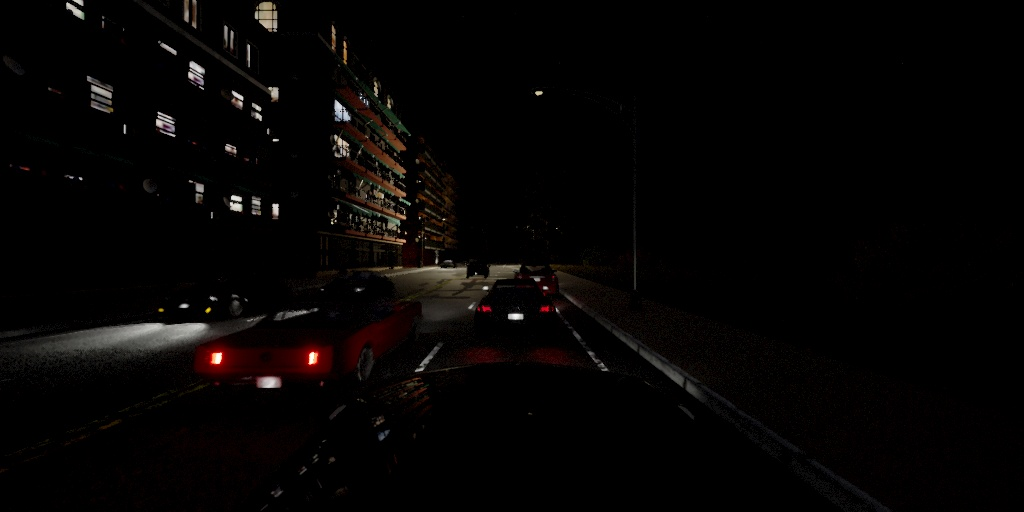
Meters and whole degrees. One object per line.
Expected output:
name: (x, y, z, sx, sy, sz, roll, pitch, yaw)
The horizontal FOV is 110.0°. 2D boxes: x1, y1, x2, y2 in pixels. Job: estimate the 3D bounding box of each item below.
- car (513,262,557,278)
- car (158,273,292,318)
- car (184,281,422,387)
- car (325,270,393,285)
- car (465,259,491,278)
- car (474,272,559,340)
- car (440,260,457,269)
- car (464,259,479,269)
car: (1.148, 1.103, 18.556, 2.097, 1.767, 4.553, 0, 0, 0)
car: (-9.844, 1.315, 12.757, 1.994, 1.385, 4.181, 0, 0, 0)
car: (-3.150, 1.351, 6.880, 1.895, 1.301, 4.718, 0, 0, 0)
car: (-6.591, 1.316, 15.589, 1.994, 1.385, 4.181, 0, 0, 0)
car: (-3.129, 1.258, 33.683, 1.837, 1.490, 4.892, 0, 0, 0)
car: (0.100, 1.315, 9.976, 1.994, 1.385, 4.181, 0, 0, 0)
car: (-9.804, 1.315, 55.443, 1.994, 1.385, 4.181, 0, 0, 0)
car: (-6.545, 1.255, 58.373, 1.837, 1.490, 4.892, 0, 0, 0)
